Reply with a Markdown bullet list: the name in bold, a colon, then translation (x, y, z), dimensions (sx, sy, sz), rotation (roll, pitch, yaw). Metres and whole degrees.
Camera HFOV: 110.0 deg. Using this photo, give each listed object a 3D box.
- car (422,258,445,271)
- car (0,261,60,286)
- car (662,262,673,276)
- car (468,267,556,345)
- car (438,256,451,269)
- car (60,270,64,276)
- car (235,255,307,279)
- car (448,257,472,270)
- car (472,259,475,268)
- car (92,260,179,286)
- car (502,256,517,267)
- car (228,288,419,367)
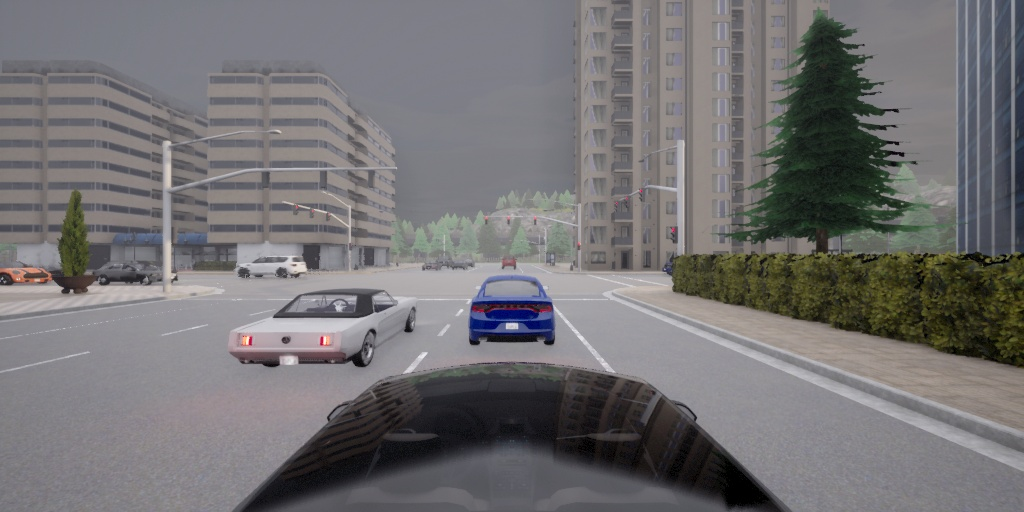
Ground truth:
- **car**: translation (-11.010, 1.314, 49.372), dimensions (1.994, 1.385, 4.181), rotation (0, 0, 0)
- **car**: translation (-35.099, 1.102, 24.822), dimensions (4.553, 1.767, 2.097), rotation (0, 0, 0)
- **car**: translation (17.892, 0.971, 35.469), dimensions (5.566, 2.045, 2.150), rotation (0, 0, 0)
- **car**: translation (-0.004, 1.228, 9.521), dimensions (1.882, 1.535, 5.008), rotation (0, 0, 0)
- **car**: translation (-11.093, 0.971, 58.748), dimensions (2.150, 2.045, 5.566), rotation (0, 0, 0)
- **car**: translation (-38.615, 1.351, 28.329), dimensions (4.718, 1.301, 1.895), rotation (0, 0, 0)
- **car**: translation (-21.410, 0.971, 32.012), dimensions (5.566, 2.045, 2.150), rotation (0, 0, 0)
- **car**: translation (-7.523, 1.297, 52.280), dimensions (2.033, 1.411, 5.357), rotation (0, 0, 0)
- **car**: translation (-7.610, 1.228, 62.625), dimensions (1.882, 1.535, 5.008), rotation (0, 0, 0)
- **car**: translation (-25.947, 1.241, 24.792), dimensions (4.902, 1.511, 2.128), rotation (0, 0, 1)
- **car**: translation (-0.453, 0.971, 57.957), dimensions (2.150, 2.045, 5.566), rotation (0, 0, 0)
- **car**: translation (-3.497, 1.351, 7.855), dimensions (1.895, 1.301, 4.718), rotation (0, 0, 0)
